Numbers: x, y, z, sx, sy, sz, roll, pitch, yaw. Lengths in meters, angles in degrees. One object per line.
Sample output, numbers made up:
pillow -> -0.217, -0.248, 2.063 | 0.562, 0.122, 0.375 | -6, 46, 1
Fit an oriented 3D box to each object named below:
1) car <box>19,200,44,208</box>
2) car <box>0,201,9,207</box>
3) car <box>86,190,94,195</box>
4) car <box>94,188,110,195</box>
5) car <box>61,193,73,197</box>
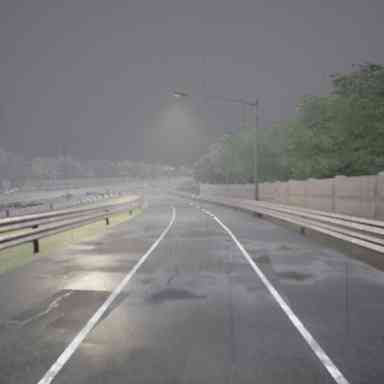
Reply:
car -> -27.402, 2.124, 56.947 | 1.882, 1.535, 5.008 | 0, 3, 8
car -> -30.865, 2.149, 57.456 | 2.128, 1.511, 4.902 | 0, 3, 8
car -> -26.460, 0.353, 87.507 | 1.837, 1.490, 4.892 | 0, 3, 8
car -> -22.997, 0.353, 87.000 | 1.882, 1.535, 5.008 | 0, 3, 8
car -> -30.745, 0.856, 82.413 | 1.812, 1.442, 4.674 | 0, 3, 8
